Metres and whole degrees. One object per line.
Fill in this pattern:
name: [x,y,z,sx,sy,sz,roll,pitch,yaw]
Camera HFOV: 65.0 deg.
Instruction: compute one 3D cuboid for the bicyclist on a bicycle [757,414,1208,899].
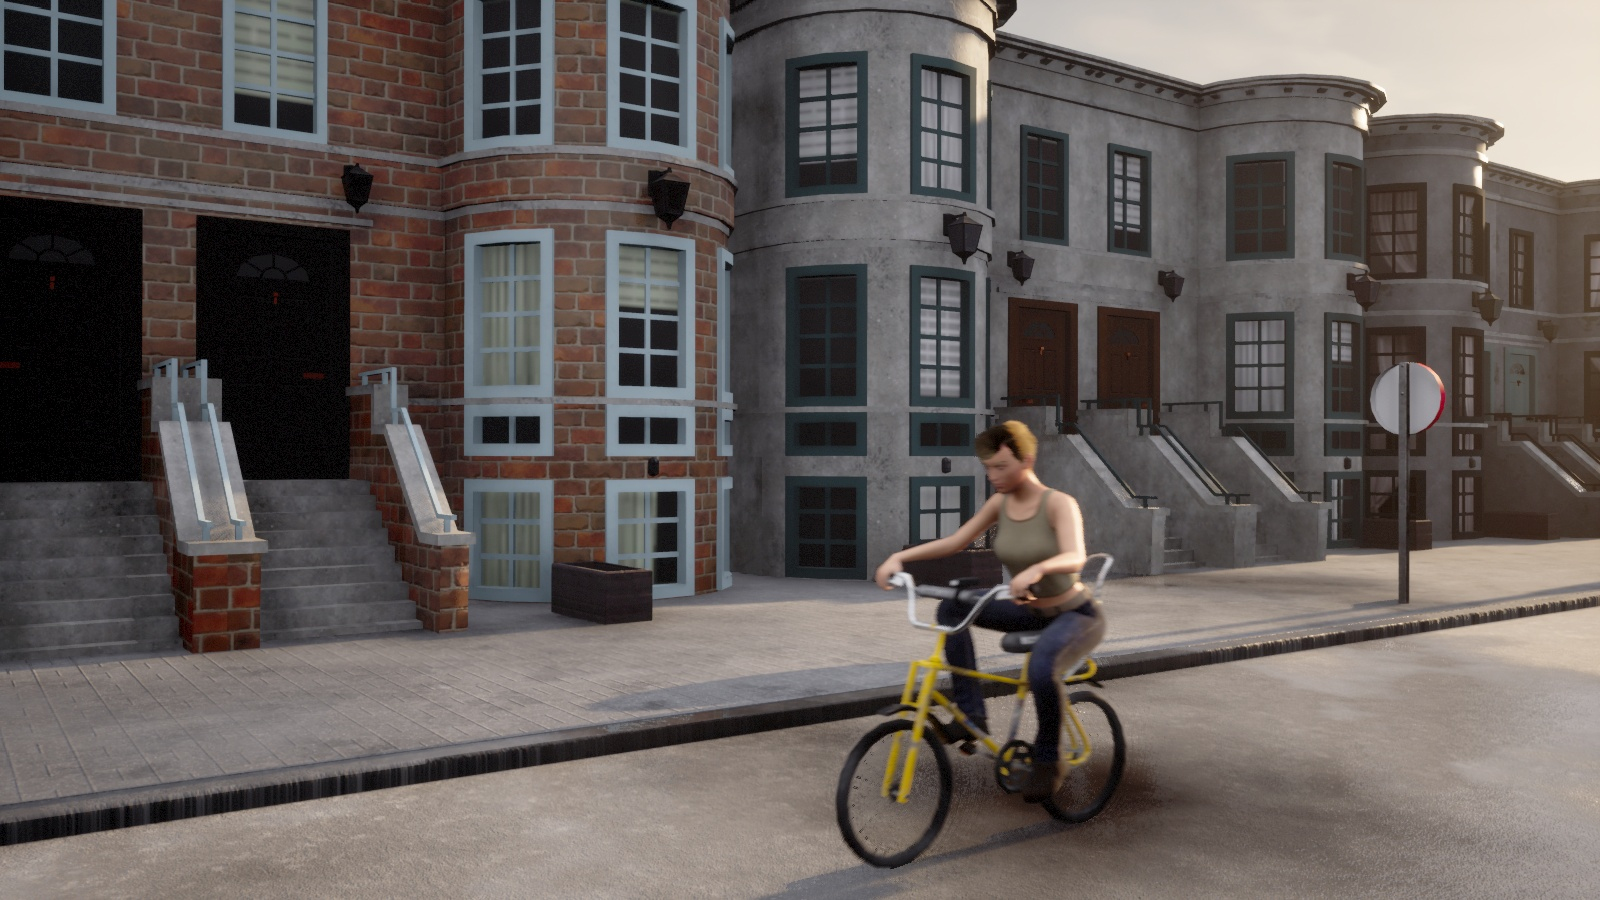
bicyclist on a bicycle: [0.707,0.691,4.767,1.509,1.612,0.866,0,0,-35]
